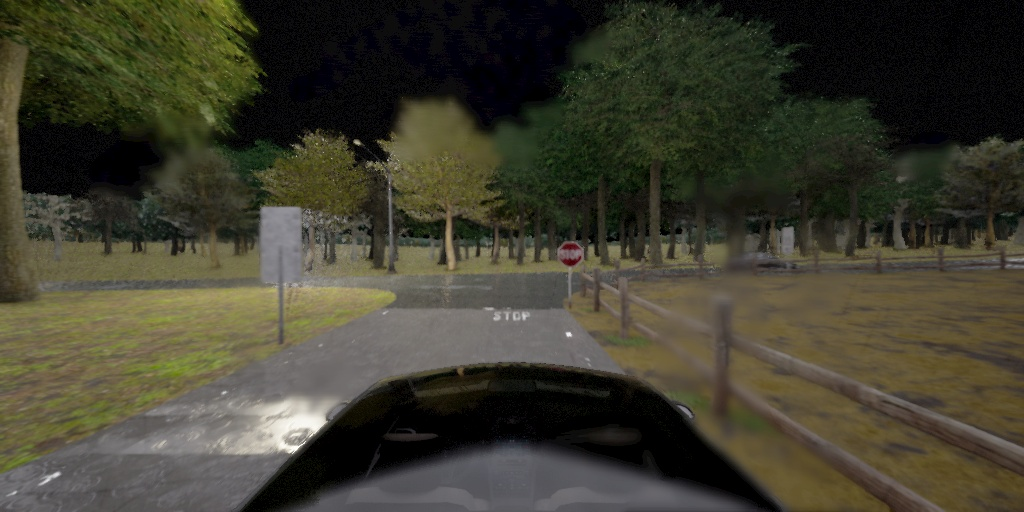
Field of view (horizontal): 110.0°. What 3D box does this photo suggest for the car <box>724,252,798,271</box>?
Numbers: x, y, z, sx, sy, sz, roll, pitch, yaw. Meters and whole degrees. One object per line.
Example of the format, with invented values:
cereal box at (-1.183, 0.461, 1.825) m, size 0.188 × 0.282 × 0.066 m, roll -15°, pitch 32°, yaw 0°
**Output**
car at (17.817, 0.438, 25.803) m, size 4.674 × 1.442 × 1.812 m, roll -2°, pitch 1°, yaw 0°
